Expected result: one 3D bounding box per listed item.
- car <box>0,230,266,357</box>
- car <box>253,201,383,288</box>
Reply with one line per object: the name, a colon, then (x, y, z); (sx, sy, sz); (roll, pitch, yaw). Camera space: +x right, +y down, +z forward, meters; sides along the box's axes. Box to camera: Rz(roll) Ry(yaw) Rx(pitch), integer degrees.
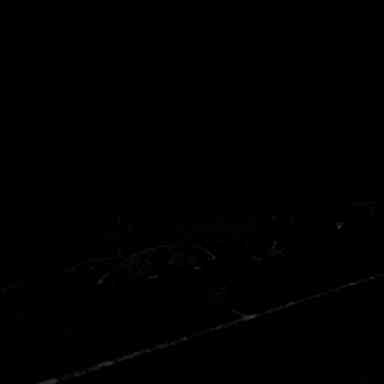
car: (-1.021, 1.517, 5.912); (4.403, 1.369, 2.008); (-1, 1, -35)
car: (3.551, 1.205, 9.155); (5.009, 1.841, 2.192); (-1, 1, -35)
